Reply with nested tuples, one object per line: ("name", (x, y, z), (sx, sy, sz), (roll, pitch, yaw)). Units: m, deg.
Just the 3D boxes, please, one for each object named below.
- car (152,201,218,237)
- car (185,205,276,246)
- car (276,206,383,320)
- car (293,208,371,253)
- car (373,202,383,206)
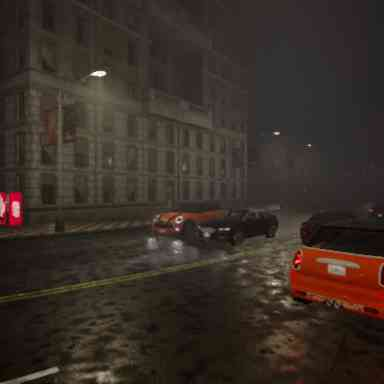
("car", (-0.001, 1.332, 18.050), (2.097, 1.767, 4.553), (0, 0, 40))
("car", (2.204, 1.478, 15.266), (2.128, 1.511, 4.902), (0, 0, 41))
("car", (4.050, 1.347, 7.092), (4.553, 1.767, 2.097), (0, 0, -42))
("car", (6.263, 1.513, 14.530), (1.812, 1.442, 4.674), (0, 0, 40))
("car", (14.909, 1.505, 25.739), (1.812, 1.442, 4.674), (0, 0, 37))
